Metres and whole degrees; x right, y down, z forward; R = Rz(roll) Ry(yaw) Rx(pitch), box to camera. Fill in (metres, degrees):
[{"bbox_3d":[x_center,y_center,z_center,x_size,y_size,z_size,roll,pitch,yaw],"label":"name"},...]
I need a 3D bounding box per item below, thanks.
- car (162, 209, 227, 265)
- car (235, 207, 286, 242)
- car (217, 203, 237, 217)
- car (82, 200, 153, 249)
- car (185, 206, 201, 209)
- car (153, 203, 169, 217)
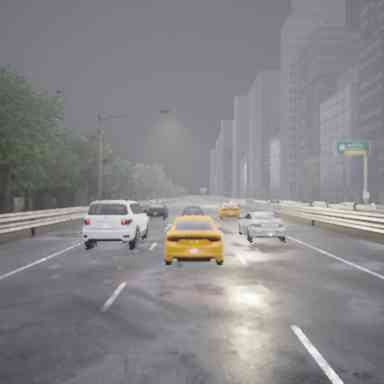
[{"bbox_3d":[0.077,1.620,12.328,1.882,1.535,5.008,0,-1,0],"label":"car"},{"bbox_3d":[3.596,1.730,17.528,1.812,1.442,4.674,0,-1,0],"label":"car"},{"bbox_3d":[3.617,1.869,33.289,1.882,1.535,5.008,0,-1,0],"label":"car"},{"bbox_3d":[-3.402,1.403,15.726,2.150,2.045,5.566,0,-1,0],"label":"car"},{"bbox_3d":[0.089,1.864,27.019,2.033,1.411,5.357,0,-1,0],"label":"car"},{"bbox_3d":[-3.382,1.869,33.290,1.882,1.535,5.008,0,-1,0],"label":"car"}]
